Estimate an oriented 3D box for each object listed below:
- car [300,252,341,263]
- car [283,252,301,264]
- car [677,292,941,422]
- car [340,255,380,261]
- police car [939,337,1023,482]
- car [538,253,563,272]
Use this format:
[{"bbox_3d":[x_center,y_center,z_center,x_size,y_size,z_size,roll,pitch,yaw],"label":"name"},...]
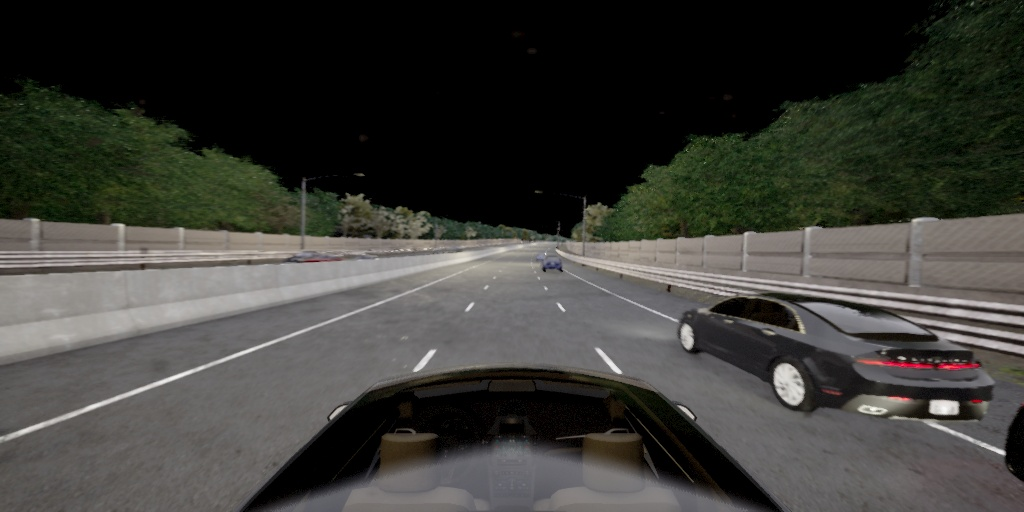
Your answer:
[{"bbox_3d":[-17.047,0.483,33.279,1.895,1.301,4.718,2,1,2],"label":"car"},{"bbox_3d":[-20.454,0.266,36.125,2.033,1.411,5.357,2,1,2],"label":"car"},{"bbox_3d":[4.695,1.389,6.308,1.837,1.490,4.892,2,0,0],"label":"car"},{"bbox_3d":[-13.550,0.586,33.206,1.895,1.301,4.718,2,1,2],"label":"car"},{"bbox_3d":[4.701,1.301,0.490,1.930,1.638,5.238,2,0,0],"label":"police car"},{"bbox_3d":[4.293,0.721,39.165,2.097,1.767,4.553,2,1,2],"label":"car"}]
